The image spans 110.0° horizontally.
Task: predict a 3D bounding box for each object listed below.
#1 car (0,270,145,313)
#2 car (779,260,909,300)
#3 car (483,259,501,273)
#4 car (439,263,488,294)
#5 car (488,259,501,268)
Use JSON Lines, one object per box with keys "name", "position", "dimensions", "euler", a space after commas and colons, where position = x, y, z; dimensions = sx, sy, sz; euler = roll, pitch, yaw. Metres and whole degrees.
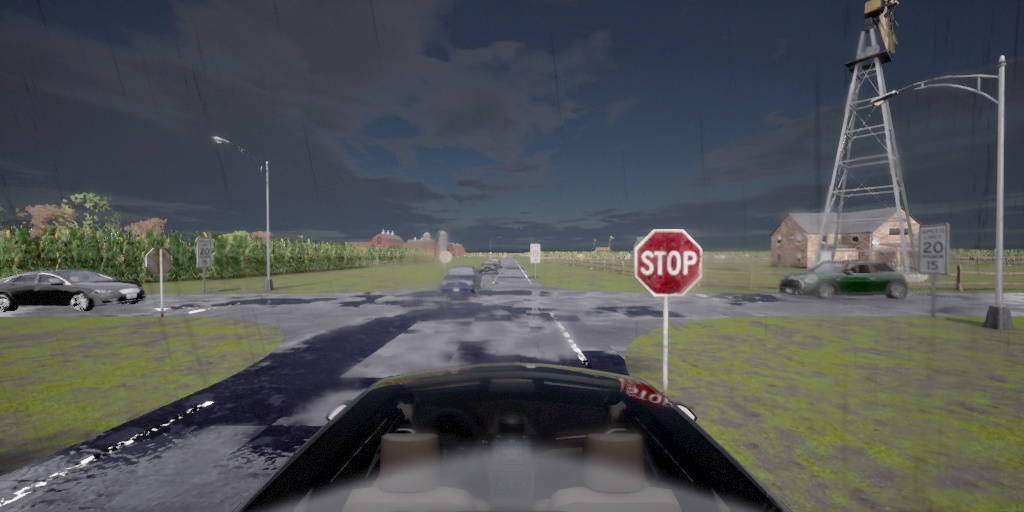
{"name": "car", "position": [-17.334, 1.311, 14.039], "dimensions": [4.902, 1.511, 2.128], "euler": [0, 1, 0]}
{"name": "car", "position": [15.014, 1.019, 16.427], "dimensions": [4.553, 1.767, 2.097], "euler": [0, 1, 2]}
{"name": "car", "position": [-2.745, 1.282, 42.718], "dimensions": [1.994, 1.385, 4.181], "euler": [0, 0, 0]}
{"name": "car", "position": [-2.748, 1.289, 20.394], "dimensions": [2.033, 1.411, 5.357], "euler": [0, 0, 0]}
{"name": "car", "position": [-2.743, 1.187, 57.984], "dimensions": [1.812, 1.442, 4.674], "euler": [0, 0, 0]}
